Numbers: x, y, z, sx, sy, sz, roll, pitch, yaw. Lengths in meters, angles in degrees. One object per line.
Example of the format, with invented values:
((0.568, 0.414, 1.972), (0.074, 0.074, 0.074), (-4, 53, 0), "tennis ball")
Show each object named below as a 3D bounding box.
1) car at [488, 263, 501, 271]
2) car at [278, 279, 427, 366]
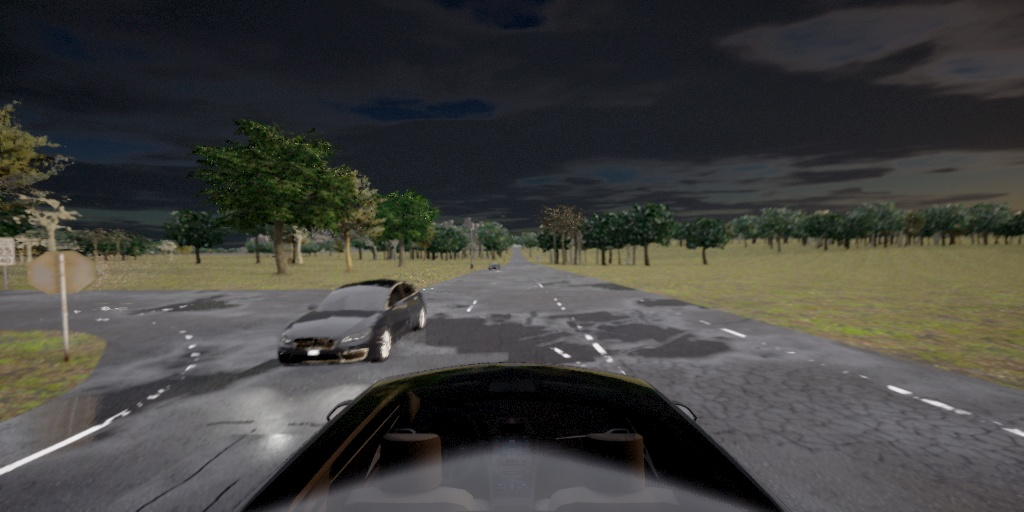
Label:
((-2.922, 1.797, 59.871), (1.994, 1.385, 4.181), (-2, 0, 1), "car")
((-3.410, 1.369, 8.614), (1.837, 1.490, 4.892), (-1, 1, 1), "car")
